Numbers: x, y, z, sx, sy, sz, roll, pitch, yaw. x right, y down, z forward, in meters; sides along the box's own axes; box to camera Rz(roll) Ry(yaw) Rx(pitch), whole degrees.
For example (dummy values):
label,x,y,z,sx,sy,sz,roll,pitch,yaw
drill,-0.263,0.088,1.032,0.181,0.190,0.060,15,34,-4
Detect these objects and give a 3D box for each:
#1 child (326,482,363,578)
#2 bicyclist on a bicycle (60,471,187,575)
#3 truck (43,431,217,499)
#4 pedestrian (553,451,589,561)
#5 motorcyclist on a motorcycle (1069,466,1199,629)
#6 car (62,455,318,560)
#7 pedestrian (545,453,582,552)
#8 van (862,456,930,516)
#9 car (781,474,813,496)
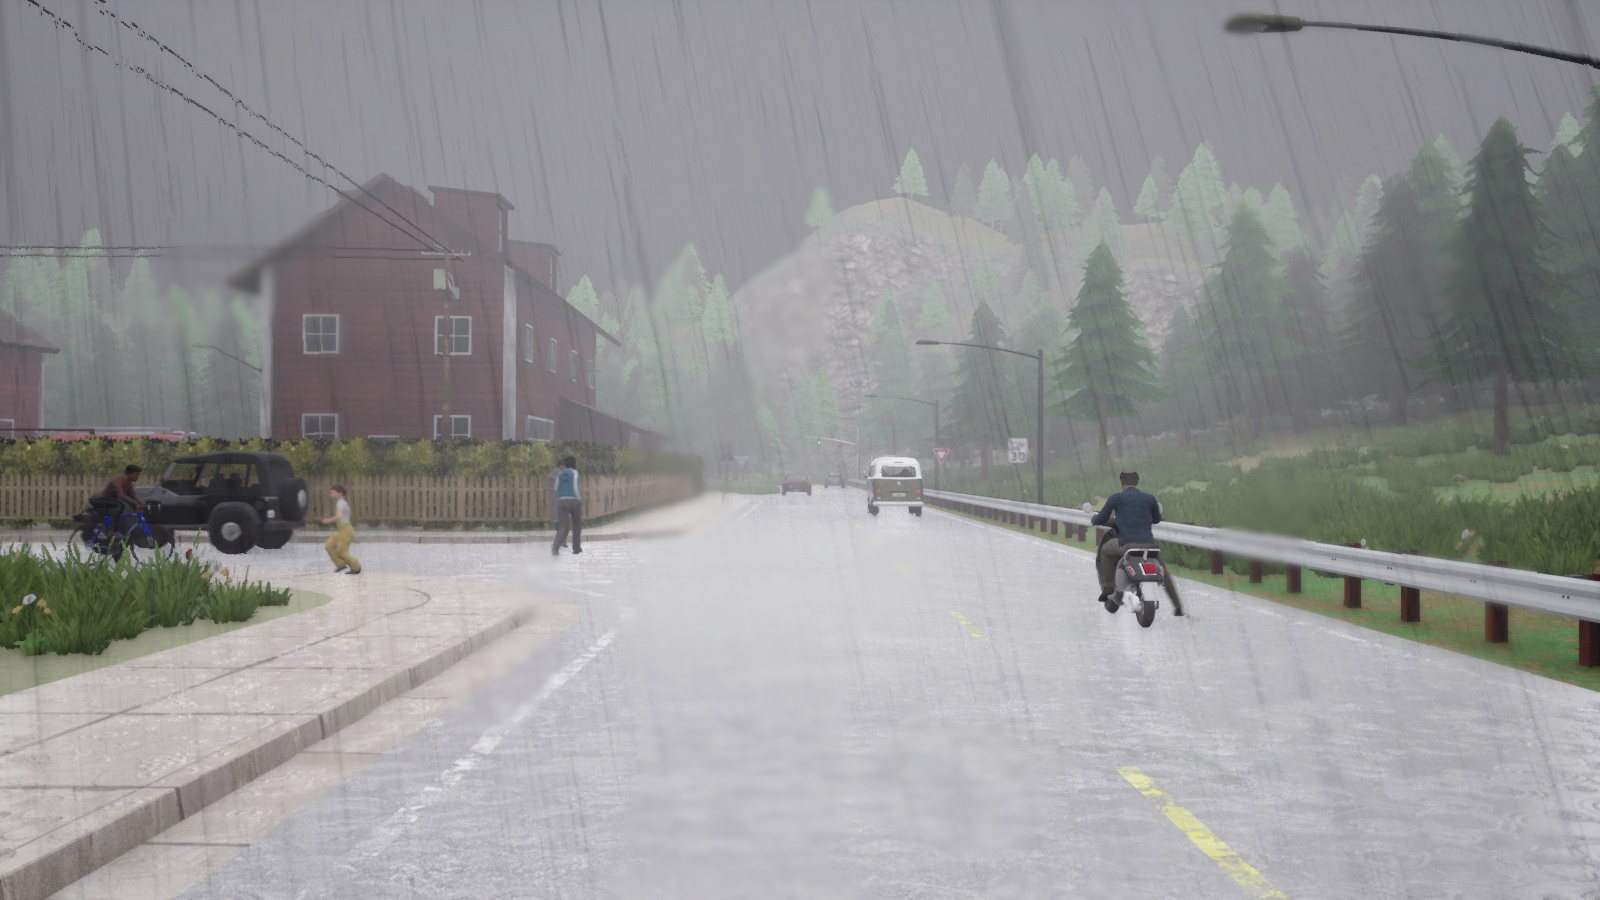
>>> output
label,x,y,z,sx,sy,sz,roll,pitch,yaw
child,-6.089,1.055,16.780,0.437,1.263,0.270,0,-1,-27
bicyclist on a bicycle,-10.725,1.145,19.946,1.656,1.620,0.582,0,-1,-3
truck,-38.540,0.877,72.411,8.468,3.827,2.891,0,-1,0
pedestrian,-4.099,0.993,22.494,0.396,1.930,0.692,0,-1,12
motorcyclist on a motorcycle,3.466,0.976,13.221,0.866,1.590,1.817,0,-1,0
car,-11.364,1.051,23.602,3.866,1.878,1.905,0,-1,0
pedestrian,-4.776,1.043,25.338,0.659,1.952,0.873,0,-1,-15
van,3.386,1.281,45.170,2.069,2.038,4.480,0,-1,0
car,-0.191,2.192,78.591,1.895,1.301,4.718,1,-2,0
